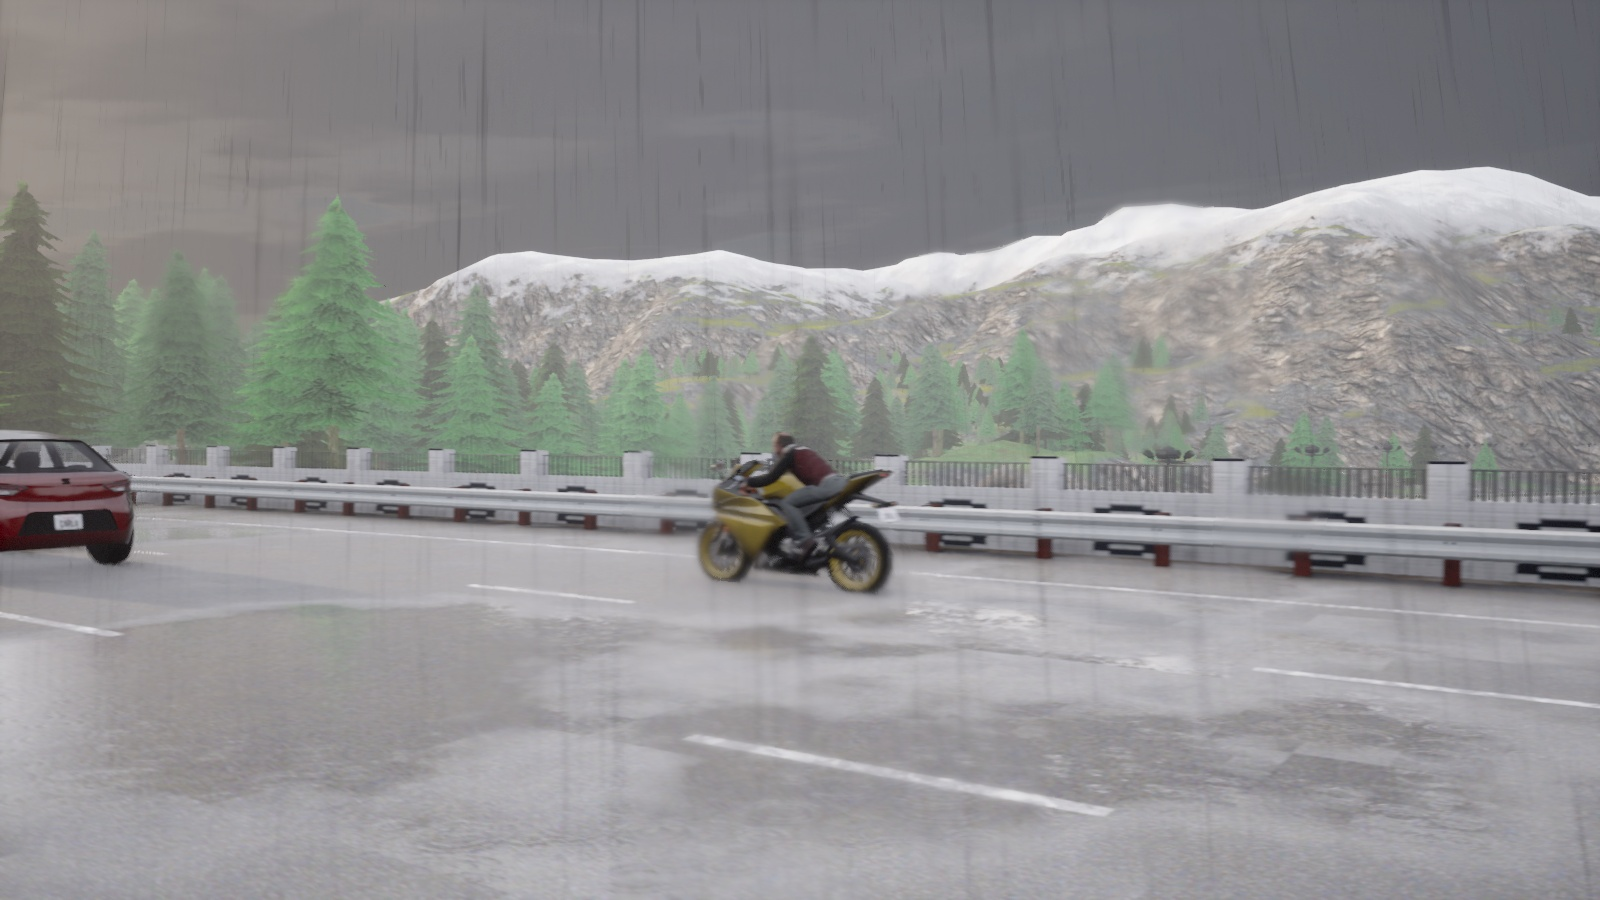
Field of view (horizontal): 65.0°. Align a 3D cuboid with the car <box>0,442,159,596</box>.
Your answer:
[{"bbox_3d":[-9.164,0.681,13.914,4.193,1.474,1.816,0,1,34],"label":"car"}]

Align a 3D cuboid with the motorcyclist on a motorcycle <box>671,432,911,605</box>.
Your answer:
[{"bbox_3d":[-0.109,0.607,12.100,2.191,1.530,0.866,0,1,34],"label":"motorcyclist on a motorcycle"}]
